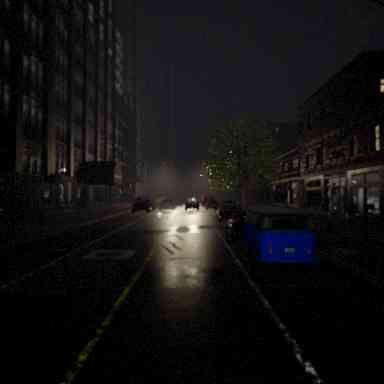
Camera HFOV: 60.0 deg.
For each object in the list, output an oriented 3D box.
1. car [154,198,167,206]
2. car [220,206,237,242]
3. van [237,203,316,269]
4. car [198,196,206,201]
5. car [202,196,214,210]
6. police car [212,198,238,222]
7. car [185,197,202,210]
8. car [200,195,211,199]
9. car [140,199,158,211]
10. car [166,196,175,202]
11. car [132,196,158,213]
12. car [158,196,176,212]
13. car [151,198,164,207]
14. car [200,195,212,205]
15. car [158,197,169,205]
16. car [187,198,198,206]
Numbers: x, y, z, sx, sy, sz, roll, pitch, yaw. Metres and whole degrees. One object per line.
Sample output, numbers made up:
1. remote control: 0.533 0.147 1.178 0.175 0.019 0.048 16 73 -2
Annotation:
1. car: -5.665 1.739 60.968 1.947 1.339 4.313 1 0 0
2. car: 2.705 1.622 16.597 1.947 1.339 4.313 1 0 0
3. van: 2.706 1.379 11.052 1.690 1.788 3.998 1 0 0
4. car: 2.723 1.790 88.696 1.947 1.339 4.313 1 0 0
5. car: 2.713 1.660 44.498 1.752 1.417 4.829 1 0 0
6. police car: 3.007 1.513 27.189 1.930 1.638 5.238 0 0 0
7. car: 0.047 1.736 44.695 1.895 1.301 4.718 0 0 1
8. car: 2.718 1.476 55.421 2.192 1.841 5.009 1 0 0
9. car: -5.668 1.660 44.158 1.752 1.417 4.829 1 0 0
10. car: -5.657 1.791 88.696 1.947 1.339 4.313 1 0 0
11. car: -5.666 1.436 38.783 2.192 1.841 5.009 1 0 0
12. car: -3.080 1.605 41.679 1.882 1.535 5.008 0 0 0
13. car: -5.665 1.686 55.250 1.752 1.417 4.829 1 0 0
14. car: 2.721 1.500 66.514 2.192 1.841 5.009 1 0 0
15. car: -5.663 1.711 66.343 1.752 1.417 4.829 1 0 0
16. car: 0.015 1.772 60.074 1.895 1.301 4.718 0 0 0
